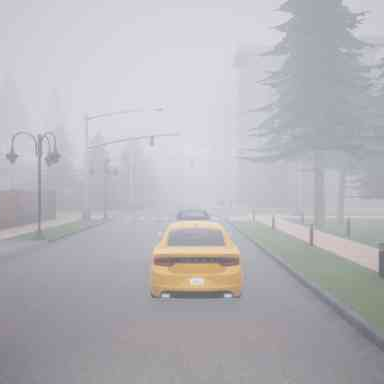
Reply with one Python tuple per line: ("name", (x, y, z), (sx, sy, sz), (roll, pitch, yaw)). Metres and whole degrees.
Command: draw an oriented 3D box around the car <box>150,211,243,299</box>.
("car", (0.084, 1.478, 8.529), (1.882, 1.535, 5.008), (0, 0, 0))
